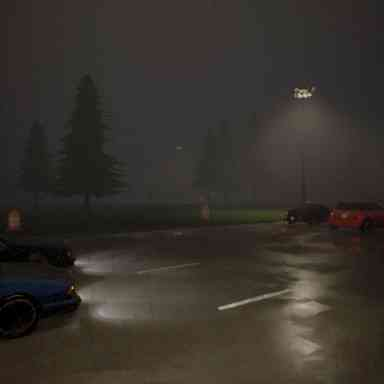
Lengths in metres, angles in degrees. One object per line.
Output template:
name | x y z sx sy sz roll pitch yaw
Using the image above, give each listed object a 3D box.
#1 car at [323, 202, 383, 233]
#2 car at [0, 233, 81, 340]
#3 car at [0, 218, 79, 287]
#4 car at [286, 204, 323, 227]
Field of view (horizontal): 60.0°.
car | 10.127 1.344 19.571 4.553 1.767 2.097 0 0 -35
car | -4.524 1.548 4.818 5.357 1.411 2.033 0 0 -36
car | -5.801 1.547 8.204 5.357 1.411 2.033 0 0 -36
car | 8.361 1.517 22.769 4.674 1.442 1.812 0 0 -35
